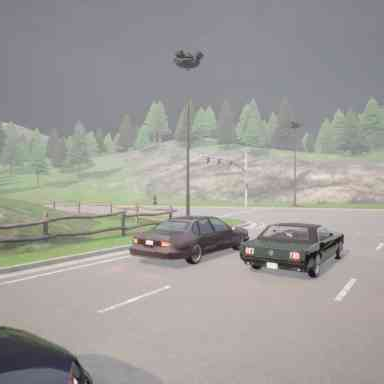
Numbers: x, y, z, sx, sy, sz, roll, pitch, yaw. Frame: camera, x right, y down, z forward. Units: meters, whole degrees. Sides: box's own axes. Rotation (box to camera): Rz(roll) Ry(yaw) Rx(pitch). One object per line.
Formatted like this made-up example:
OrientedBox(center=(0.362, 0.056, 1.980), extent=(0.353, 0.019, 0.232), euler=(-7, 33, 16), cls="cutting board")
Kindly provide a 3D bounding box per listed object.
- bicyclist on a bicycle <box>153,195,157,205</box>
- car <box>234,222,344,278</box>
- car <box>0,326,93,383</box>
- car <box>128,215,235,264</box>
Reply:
OrientedBox(center=(-5.794, 1.302, 51.935), extent=(0.582, 1.620, 1.656), euler=(0, 0, 14), cls="bicyclist on a bicycle")
OrientedBox(center=(3.342, 1.601, 10.338), extent=(1.895, 1.301, 4.718), euler=(0, 0, 35), cls="car")
OrientedBox(center=(-2.586, 1.563, 1.740), extent=(1.994, 1.385, 4.181), euler=(0, 0, 35), cls="car")
OrientedBox(center=(0.174, 1.547, 11.918), extent=(2.033, 1.411, 5.357), euler=(0, 0, 35), cls="car")
